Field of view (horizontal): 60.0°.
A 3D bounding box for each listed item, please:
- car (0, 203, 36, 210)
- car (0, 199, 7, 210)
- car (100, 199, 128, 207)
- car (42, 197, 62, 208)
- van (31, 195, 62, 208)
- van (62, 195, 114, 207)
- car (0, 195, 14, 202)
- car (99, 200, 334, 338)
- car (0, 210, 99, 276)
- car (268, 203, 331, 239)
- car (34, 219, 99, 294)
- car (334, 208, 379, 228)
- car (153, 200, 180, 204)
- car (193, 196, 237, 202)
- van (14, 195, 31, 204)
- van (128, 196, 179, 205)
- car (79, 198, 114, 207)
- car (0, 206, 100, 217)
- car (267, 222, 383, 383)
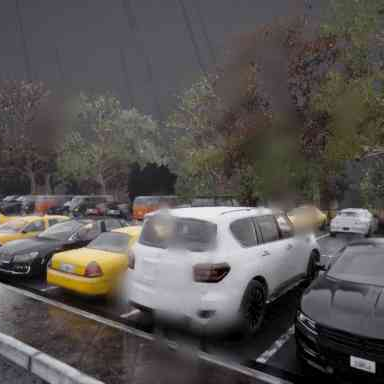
[{"bbox_3d":[-10.398,1.524,15.287,1.946,1.575,5.366,0,0,36],"label":"car"},{"bbox_3d":[-27.256,1.684,43.877,2.002,1.452,4.674,0,0,36],"label":"car"},{"bbox_3d":[-4.812,1.546,27.655,2.163,1.488,4.792,0,0,36],"label":"car"},{"bbox_3d":[-11.448,1.539,32.432,2.097,1.535,5.008,0,0,36],"label":"car"},{"bbox_3d":[-13.627,1.329,34.148,1.878,1.987,4.442,0,0,36],"label":"van"},{"bbox_3d":[-9.259,1.302,30.707,1.878,1.987,4.442,0,0,36],"label":"van"},{"bbox_3d":[-18.199,1.333,37.280,2.435,2.045,5.566,0,0,36],"label":"car"},{"bbox_3d":[1.068,1.320,7.247,2.435,2.045,5.566,0,0,36],"label":"car"},{"bbox_3d":[-3.443,1.554,10.486,2.231,1.521,4.892,0,0,36],"label":"car"},{"bbox_3d":[6.380,1.552,19.285,1.946,1.575,5.366,0,0,36],"label":"car"},{"bbox_3d":[-1.089,1.559,9.003,1.946,1.575,5.366,0,0,36],"label":"car"},{"bbox_3d":[8.731,1.604,17.808,2.002,1.452,4.674,0,0,36],"label":"car"},{"bbox_3d":[-0.257,1.557,24.286,2.163,1.488,4.792,0,0,36],"label":"car"},{"bbox_3d":[2.020,1.285,22.707,2.435,2.045,5.566,0,0,36],"label":"car"},{"bbox_3d":[-16.008,1.343,35.584,1.878,1.987,4.442,0,0,36],"label":"van"},{"bbox_3d":[-2.516,1.294,26.101,1.878,1.987,4.442,0,0,36],"label":"van"},{"bbox_3d":[-6.949,1.548,29.203,2.163,1.488,4.792,0,0,36],"label":"car"},{"bbox_3d":[-5.804,1.540,11.959,1.946,1.575,5.366,0,0,36],"label":"car"},{"bbox_3d":[3.302,1.580,5.600,2.097,1.535,5.008,0,0,36],"label":"car"}]
